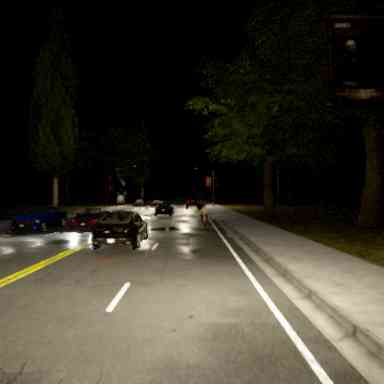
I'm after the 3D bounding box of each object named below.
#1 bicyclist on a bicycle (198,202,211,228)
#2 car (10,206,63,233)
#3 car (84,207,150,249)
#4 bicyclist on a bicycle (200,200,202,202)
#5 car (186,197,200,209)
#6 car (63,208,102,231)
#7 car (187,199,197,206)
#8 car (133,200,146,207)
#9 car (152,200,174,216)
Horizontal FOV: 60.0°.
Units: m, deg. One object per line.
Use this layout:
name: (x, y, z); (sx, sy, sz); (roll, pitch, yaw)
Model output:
bicyclist on a bicycle: (0.886, 1.673, 23.343); (0.866, 1.612, 1.509); (0, -1, 0)
car: (-9.850, 1.697, 21.731); (1.882, 1.535, 5.008); (0, -1, 0)
car: (-3.151, 1.660, 15.305); (1.837, 1.490, 4.892); (0, -1, 0)
bicyclist on a bicycle: (0.892, 1.714, 34.006); (0.659, 1.776, 1.843); (0, 0, 0)
car: (0.100, 1.799, 57.116); (2.150, 2.045, 5.566); (0, 0, 0)
car: (-6.600, 1.787, 22.091); (1.994, 1.385, 4.181); (0, -1, 0)
car: (-0.004, 2.285, 73.550); (2.033, 1.411, 5.357); (0, -1, 0)
car: (-9.784, 2.193, 62.367); (1.994, 1.385, 4.181); (0, -1, 1)
car: (-3.152, 1.953, 38.493); (1.994, 1.385, 4.181); (0, -1, 0)
